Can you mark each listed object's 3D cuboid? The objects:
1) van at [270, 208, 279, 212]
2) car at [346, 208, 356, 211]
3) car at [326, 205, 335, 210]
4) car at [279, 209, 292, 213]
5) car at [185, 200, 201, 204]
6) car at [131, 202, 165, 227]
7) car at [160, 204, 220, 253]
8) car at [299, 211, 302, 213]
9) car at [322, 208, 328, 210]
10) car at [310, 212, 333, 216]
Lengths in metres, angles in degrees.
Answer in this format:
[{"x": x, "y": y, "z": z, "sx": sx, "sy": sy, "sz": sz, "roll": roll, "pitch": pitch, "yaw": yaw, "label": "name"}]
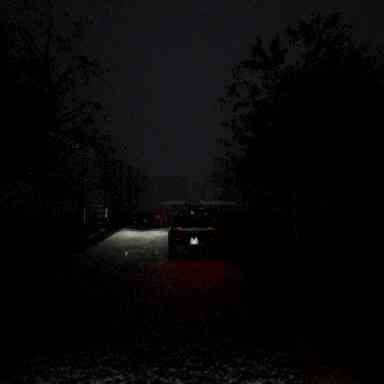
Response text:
[{"x": 14.557, "y": 4.123, "z": 65.430, "sx": 1.878, "sy": 1.987, "sz": 4.442, "roll": 0, "pitch": 0, "yaw": -18, "label": "van"}, {"x": 40.260, "y": 3.883, "z": 80.203, "sx": 5.566, "sy": 2.045, "sz": 2.435, "roll": -1, "pitch": 1, "yaw": -17, "label": "car"}, {"x": 26.409, "y": 4.095, "z": 64.972, "sx": 2.435, "sy": 2.045, "sz": 5.566, "roll": 0, "pitch": 0, "yaw": -18, "label": "car"}, {"x": 17.569, "y": 4.097, "z": 65.204, "sx": 2.435, "sy": 2.045, "sz": 5.566, "roll": 0, "pitch": 0, "yaw": -18, "label": "car"}, {"x": 0.086, "y": 1.471, "z": 29.592, "sx": 1.812, "sy": 1.442, "sz": 4.674, "roll": 0, "pitch": 0, "yaw": 0, "label": "car"}, {"x": -2.840, "y": 1.436, "z": 22.465, "sx": 1.882, "sy": 1.535, "sz": 5.008, "roll": 0, "pitch": 0, "yaw": 0, "label": "car"}, {"x": 0.083, "y": 1.465, "z": 13.608, "sx": 2.128, "sy": 1.511, "sz": 4.902, "roll": 0, "pitch": 0, "yaw": 0, "label": "car"}, {"x": 20.527, "y": 4.096, "z": 65.110, "sx": 2.435, "sy": 2.045, "sz": 5.566, "roll": 0, "pitch": 0, "yaw": -18, "label": "car"}, {"x": 23.492, "y": 4.377, "z": 65.026, "sx": 2.163, "sy": 1.488, "sz": 4.792, "roll": 0, "pitch": 0, "yaw": -18, "label": "car"}, {"x": 19.825, "y": 4.326, "z": 48.177, "sx": 2.435, "sy": 2.045, "sz": 5.566, "roll": 0, "pitch": 2, "yaw": -18, "label": "car"}]
